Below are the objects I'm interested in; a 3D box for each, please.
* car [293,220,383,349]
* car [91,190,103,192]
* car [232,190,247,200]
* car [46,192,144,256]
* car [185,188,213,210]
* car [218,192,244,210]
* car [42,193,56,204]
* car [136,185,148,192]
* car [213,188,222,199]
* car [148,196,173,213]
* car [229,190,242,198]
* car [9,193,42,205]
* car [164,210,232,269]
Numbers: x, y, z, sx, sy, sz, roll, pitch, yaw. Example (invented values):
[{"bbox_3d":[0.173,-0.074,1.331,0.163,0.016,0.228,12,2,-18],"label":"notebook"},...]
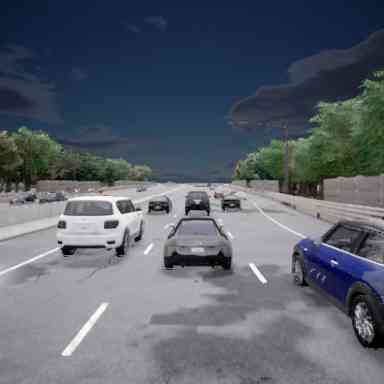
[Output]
[{"bbox_3d":[3.515,1.309,6.400,2.097,1.767,4.553,0,0,1],"label":"car"},{"bbox_3d":[-16.255,0.483,56.389,2.097,1.767,4.553,0,2,3],"label":"car"},{"bbox_3d":[8.171,0.637,56.116,1.812,1.442,4.674,0,2,4],"label":"car"},{"bbox_3d":[-3.305,1.163,12.982,2.150,2.045,5.566,0,1,1],"label":"car"},{"bbox_3d":[0.524,0.910,29.969,2.150,2.045,5.566,0,1,2],"label":"car"},{"bbox_3d":[4.087,1.060,35.644,1.882,1.535,5.008,0,1,2],"label":"car"},{"bbox_3d":[-20.009,0.892,47.908,2.033,1.411,5.357,0,1,2],"label":"car"},{"bbox_3d":[-11.875,-0.666,79.633,2.150,2.045,5.566,0,2,2],"label":"car"},{"bbox_3d":[5.003,0.482,61.848,1.812,1.442,4.674,0,2,2],"label":"car"},{"bbox_3d":[-2.932,1.141,31.523,1.882,1.535,5.008,0,1,2],"label":"car"},{"bbox_3d":[8.658,0.368,66.139,2.033,1.411,5.357,0,2,2],"label":"car"},{"bbox_3d":[-22.976,0.897,45.404,2.128,1.511,4.902,0,1,-1],"label":"car"},{"bbox_3d":[0.177,1.522,11.011,1.994,1.385,4.181,0,0,1],"label":"car"}]
